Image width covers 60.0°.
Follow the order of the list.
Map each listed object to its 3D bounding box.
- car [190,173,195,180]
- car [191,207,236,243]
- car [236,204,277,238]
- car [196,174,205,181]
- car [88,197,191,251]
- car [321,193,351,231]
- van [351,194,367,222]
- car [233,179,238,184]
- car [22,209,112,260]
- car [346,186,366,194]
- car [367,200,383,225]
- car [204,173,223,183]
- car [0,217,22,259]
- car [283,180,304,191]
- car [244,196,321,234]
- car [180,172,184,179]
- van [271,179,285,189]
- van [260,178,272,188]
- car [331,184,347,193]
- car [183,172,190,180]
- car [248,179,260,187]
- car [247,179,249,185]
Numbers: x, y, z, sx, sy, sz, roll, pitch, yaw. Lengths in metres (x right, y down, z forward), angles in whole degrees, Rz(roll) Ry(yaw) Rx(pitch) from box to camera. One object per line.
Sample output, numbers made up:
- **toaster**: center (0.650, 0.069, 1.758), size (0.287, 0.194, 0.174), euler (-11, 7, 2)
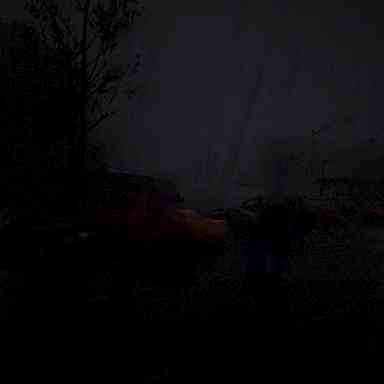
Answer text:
- **car**: center (2.296, -3.850, 87.567), size (2.185, 1.767, 4.553), euler (6, 3, 34)
- **car**: center (-0.833, 1.502, 16.124), size (5.366, 1.575, 1.946), euler (-1, -1, 35)
- **car**: center (1.774, 1.548, 17.751), size (4.674, 1.452, 2.002), euler (-1, -1, 35)
- **car**: center (4.089, -3.699, 85.100), size (2.435, 2.045, 5.566), euler (7, 3, 34)
- **car**: center (-3.154, 1.247, 14.298), size (5.566, 2.045, 2.435), euler (-1, -1, 35)
- **car**: center (6.716, 1.266, 21.211), size (5.566, 2.045, 2.435), euler (-1, -1, 35)
- **van**: center (9.256, 1.296, 22.880), size (4.442, 1.987, 1.878), euler (-1, -1, 35)
- **car**: center (11.041, -2.317, 75.328), size (2.002, 1.452, 4.674), euler (7, 3, 35)
- **car**: center (-5.599, 1.523, 12.554), size (4.792, 1.488, 2.163), euler (-1, -1, 35)
- **car**: center (26.569, 0.136, 53.115), size (2.002, 1.452, 4.674), euler (7, 3, 35)
- **car**: center (11.666, 1.403, 24.629), size (4.553, 1.767, 2.185), euler (-1, -1, 35)
- **car**: center (5.939, -3.176, 82.840), size (1.946, 1.575, 5.366), euler (7, 3, 34)
- **car**: center (-8.020, 1.493, 10.809), size (4.892, 1.521, 2.231), euler (-1, -1, 35)
- **car**: center (19.672, -0.992, 62.976), size (2.231, 1.521, 4.892), euler (7, 3, 35)
- **car**: center (4.202, 1.262, 19.507), size (5.566, 2.045, 2.435), euler (-1, -1, 35)
- **car**: center (-1.204, -4.362, 92.386), size (2.435, 2.045, 5.566), euler (1, -1, 34)
- **van**: center (17.913, -1.491, 65.339), size (1.878, 1.987, 4.442), euler (7, 4, 35)
- **van**: center (16.185, -1.764, 67.812), size (1.878, 1.987, 4.442), euler (7, 4, 35)
- **car**: center (24.879, -0.426, 55.588), size (2.435, 2.045, 5.566), euler (7, 3, 35)
- **car**: center (0.567, -4.085, 90.038), size (2.185, 1.767, 4.553), euler (4, 1, 33)
- **car**: center (14.612, -1.812, 70.543), size (1.946, 1.575, 5.366), euler (7, 3, 35)
- **car**: center (12.782, -2.044, 72.865), size (2.002, 1.452, 4.674), euler (7, 4, 35)
